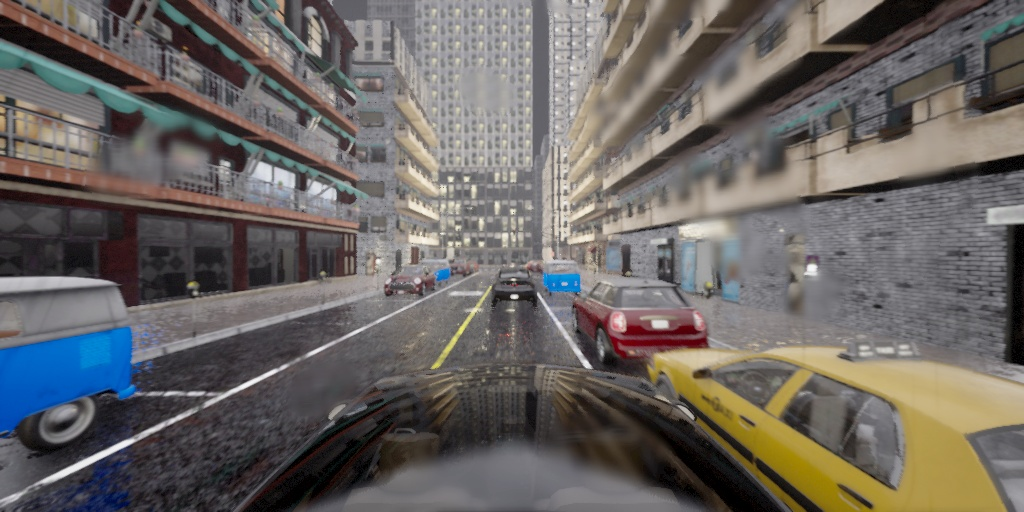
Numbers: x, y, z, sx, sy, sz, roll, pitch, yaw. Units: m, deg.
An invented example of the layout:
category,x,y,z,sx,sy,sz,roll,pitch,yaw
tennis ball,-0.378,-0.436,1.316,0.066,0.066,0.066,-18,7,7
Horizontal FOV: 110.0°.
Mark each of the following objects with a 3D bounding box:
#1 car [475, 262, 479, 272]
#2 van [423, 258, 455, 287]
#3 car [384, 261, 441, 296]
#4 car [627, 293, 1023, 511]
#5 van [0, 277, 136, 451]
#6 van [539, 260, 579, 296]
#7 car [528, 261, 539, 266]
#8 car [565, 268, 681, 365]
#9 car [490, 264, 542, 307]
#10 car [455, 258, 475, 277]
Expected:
category,x,y,z,sx,sy,sz,roll,pitch,yaw
car,-5.320,1.395,41.397,1.948,1.339,4.313,0,0,0
van,-5.319,1.138,24.749,1.690,1.789,3.998,0,0,0
car,-5.318,1.226,19.200,1.967,1.591,4.097,0,0,0
car,2.564,1.277,2.743,1.751,1.417,4.829,0,0,0
van,-5.317,1.093,2.553,1.690,1.789,3.998,0,0,0
van,2.562,1.126,19.220,1.690,1.789,3.998,0,0,0
car,2.560,1.373,41.417,1.888,1.381,4.507,0,0,0
car,2.563,1.203,8.122,1.967,1.591,4.097,0,0,0
car,0.096,1.284,15.791,1.837,1.490,4.892,0,0,0
car,-5.320,1.133,35.848,2.192,1.841,5.009,0,0,0
